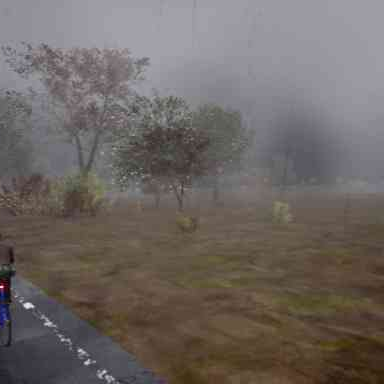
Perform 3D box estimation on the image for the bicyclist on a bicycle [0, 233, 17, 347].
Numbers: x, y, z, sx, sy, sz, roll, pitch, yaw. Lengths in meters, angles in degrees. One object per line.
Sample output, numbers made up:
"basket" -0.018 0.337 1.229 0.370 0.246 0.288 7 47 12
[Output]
"bicyclist on a bicycle" -3.038 1.443 5.197 0.582 1.620 1.656 -1 0 -40
